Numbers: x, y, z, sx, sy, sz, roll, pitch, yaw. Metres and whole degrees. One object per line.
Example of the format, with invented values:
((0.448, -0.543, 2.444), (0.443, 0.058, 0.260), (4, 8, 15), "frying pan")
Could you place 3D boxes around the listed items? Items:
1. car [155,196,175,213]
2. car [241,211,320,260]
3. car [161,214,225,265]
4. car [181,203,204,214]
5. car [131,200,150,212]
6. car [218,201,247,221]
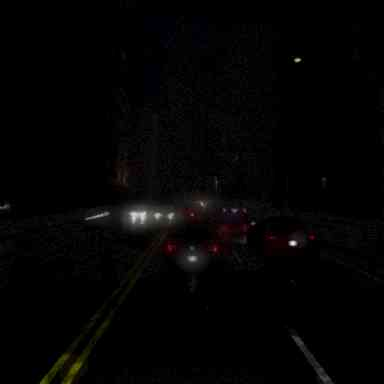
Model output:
((-3.354, 1.475, 41.800), (2.150, 2.045, 5.566), (0, 0, 0), "car")
((3.297, 1.639, 12.786), (1.994, 1.385, 4.181), (0, 0, 1), "car")
((0.036, 1.670, 11.905), (1.895, 1.301, 4.718), (0, 0, 1), "car")
((0.053, 1.648, 28.789), (1.882, 1.535, 5.008), (0, 0, 0), "car")
((-6.588, 1.751, 43.059), (2.128, 1.511, 4.902), (0, 0, 1), "car")
((3.294, 1.514, 27.451), (2.097, 1.767, 4.553), (0, 0, 1), "car")
